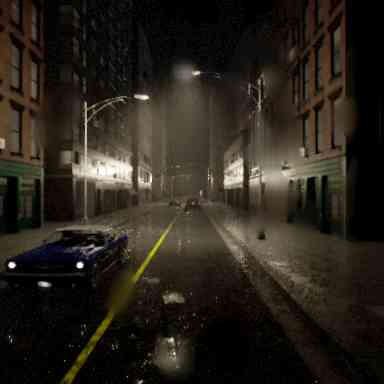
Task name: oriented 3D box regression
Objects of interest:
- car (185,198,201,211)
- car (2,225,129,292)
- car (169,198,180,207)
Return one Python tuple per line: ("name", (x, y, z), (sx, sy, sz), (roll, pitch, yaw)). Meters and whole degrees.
("car", (0.135, 1.535, 44.396), (2.097, 1.767, 4.553), (0, 0, 0))
("car", (-3.093, 1.639, 9.183), (1.895, 1.301, 4.718), (0, 0, 0))
("car", (-2.954, 1.778, 57.016), (2.033, 1.411, 5.357), (0, 0, 0))
